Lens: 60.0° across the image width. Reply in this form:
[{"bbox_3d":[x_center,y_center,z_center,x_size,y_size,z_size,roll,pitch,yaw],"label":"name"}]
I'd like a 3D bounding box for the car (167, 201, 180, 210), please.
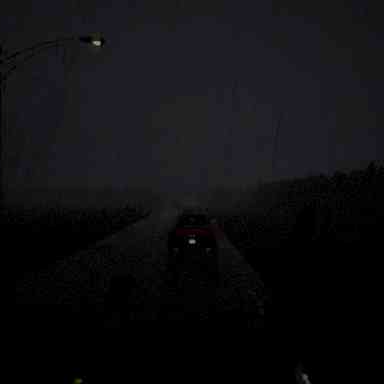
[{"bbox_3d":[-2.757,2.086,50.266,1.895,1.301,4.718,0,-1,0],"label":"car"}]

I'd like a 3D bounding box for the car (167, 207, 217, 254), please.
[{"bbox_3d":[0.028,1.621,14.265,1.882,1.535,5.008,0,0,0],"label":"car"}]

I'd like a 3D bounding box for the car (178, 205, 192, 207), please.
[{"bbox_3d":[0.021,1.881,28.266,1.895,1.301,4.718,0,-1,0],"label":"car"}]
